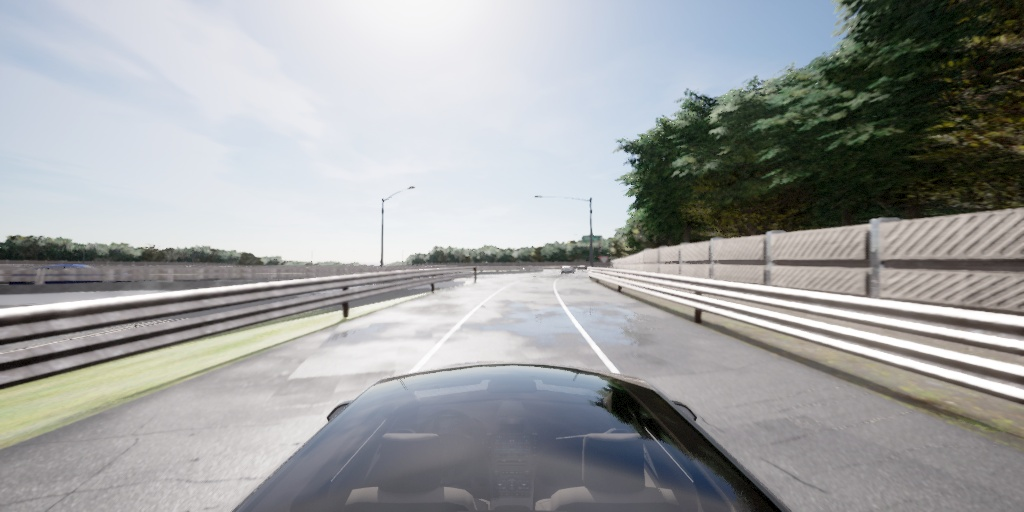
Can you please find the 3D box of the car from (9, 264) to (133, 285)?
[{"bbox_3d":[-27.560,1.284,22.690,5.008,1.535,1.882,1,-2,-36],"label":"car"}]

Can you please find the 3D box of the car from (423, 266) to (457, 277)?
[{"bbox_3d":[-8.247,1.850,39.678,1.812,1.442,4.674,-1,-2,43],"label":"car"}]
